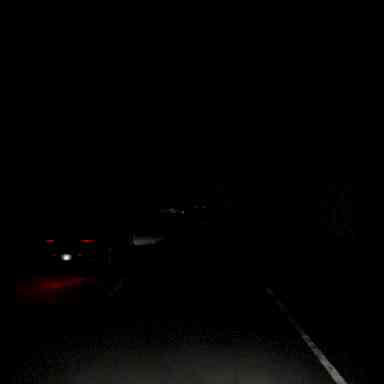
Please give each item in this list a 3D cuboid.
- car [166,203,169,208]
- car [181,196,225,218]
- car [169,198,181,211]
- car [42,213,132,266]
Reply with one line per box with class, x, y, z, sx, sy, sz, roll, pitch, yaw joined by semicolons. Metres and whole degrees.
car;-1.361;1.536;43.803;1.994;1.385;4.181;0;0;45
car;1.256;1.333;29.816;2.097;1.767;4.553;0;0;28
car;-0.116;1.327;40.041;2.097;1.767;4.553;0;0;43
car;-3.360;1.499;11.452;1.837;1.490;4.892;0;1;1
